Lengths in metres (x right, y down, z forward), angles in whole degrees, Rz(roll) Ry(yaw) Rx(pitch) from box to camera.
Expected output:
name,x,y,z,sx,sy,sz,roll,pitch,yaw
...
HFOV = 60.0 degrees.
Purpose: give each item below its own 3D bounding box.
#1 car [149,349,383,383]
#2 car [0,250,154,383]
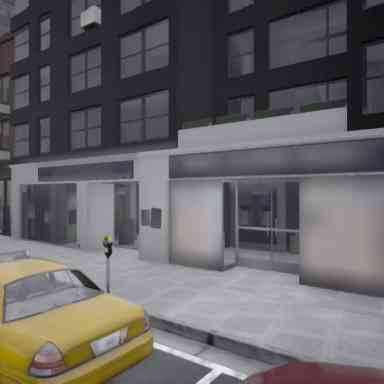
name,x,y,z,sx,sy,sz,roll,pitch,yaw
car,2.005,1.580,1.419,4.206,1.307,1.802,0,0,35
car,-2.739,1.523,4.803,4.829,1.417,1.752,0,0,36
